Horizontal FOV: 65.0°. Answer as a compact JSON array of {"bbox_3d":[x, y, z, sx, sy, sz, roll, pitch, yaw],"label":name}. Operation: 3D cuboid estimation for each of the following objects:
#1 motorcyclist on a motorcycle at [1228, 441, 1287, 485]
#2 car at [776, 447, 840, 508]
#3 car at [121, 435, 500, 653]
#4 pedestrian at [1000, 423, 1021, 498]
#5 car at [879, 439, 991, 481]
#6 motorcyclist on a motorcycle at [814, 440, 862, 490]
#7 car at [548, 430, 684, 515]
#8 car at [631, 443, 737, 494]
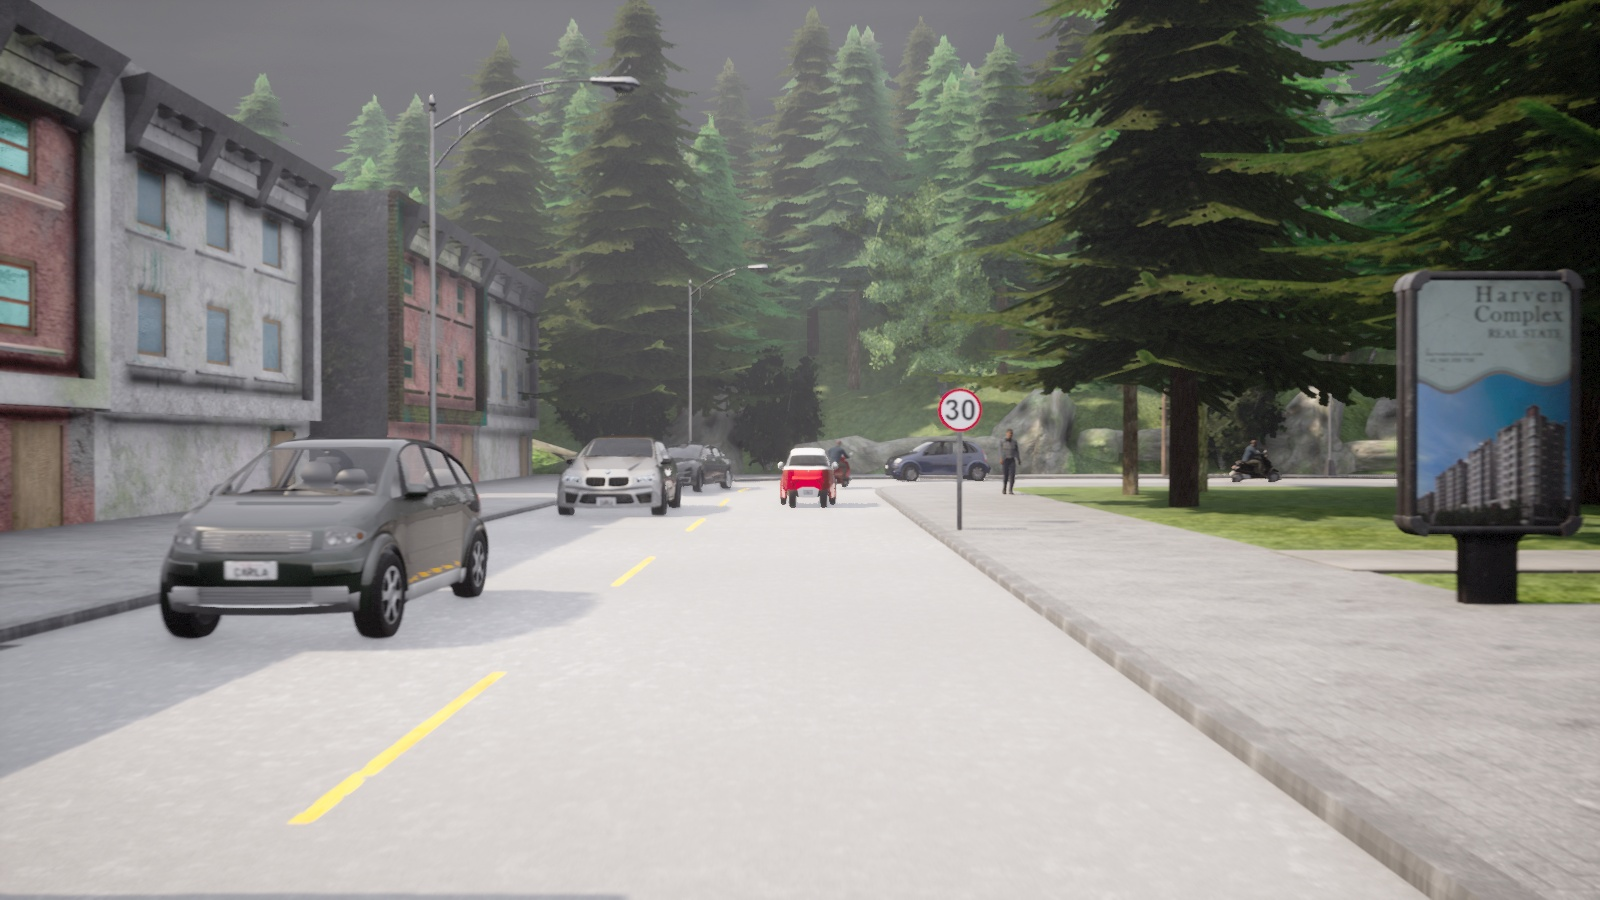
[{"bbox_3d":[16.569,0.457,45.475,1.817,1.590,0.866,0,0,0],"label":"motorcyclist on a motorcycle"},{"bbox_3d":[0.191,0.632,30.079,1.481,1.376,2.207,0,1,0],"label":"car"},{"bbox_3d":[-3.921,0.661,10.778,1.789,1.549,3.705,0,0,0],"label":"car"},{"bbox_3d":[5.532,0.275,33.002,0.423,1.949,0.788,0,0,0],"label":"pedestrian"},{"bbox_3d":[5.241,0.375,48.901,3.988,1.617,1.851,0,0,-11],"label":"car"},{"bbox_3d":[1.261,0.471,41.035,0.866,1.590,1.817,3,1,25],"label":"motorcyclist on a motorcycle"},{"bbox_3d":[-3.831,0.435,27.023,2.242,1.667,4.611,0,0,0],"label":"car"},{"bbox_3d":[-3.543,0.528,39.399,1.837,1.490,4.892,0,0,14],"label":"car"}]
